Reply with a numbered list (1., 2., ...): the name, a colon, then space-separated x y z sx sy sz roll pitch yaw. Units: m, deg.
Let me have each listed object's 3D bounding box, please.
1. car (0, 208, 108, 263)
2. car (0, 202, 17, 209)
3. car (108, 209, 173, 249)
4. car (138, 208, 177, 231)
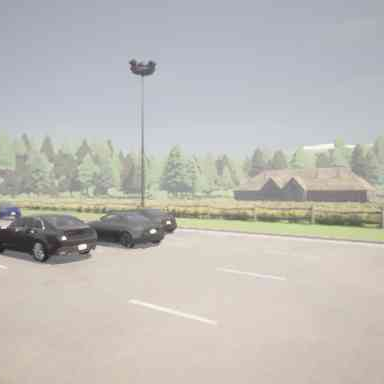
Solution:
1. car: -5.538 1.543 12.239 4.892 1.490 1.837 0 0 35
2. car: -16.581 1.623 28.692 4.674 1.442 1.812 0 0 35
3. car: -3.237 1.600 14.896 4.181 1.385 1.994 0 0 35
4. car: -2.879 1.607 18.938 4.181 1.385 1.994 0 0 35
